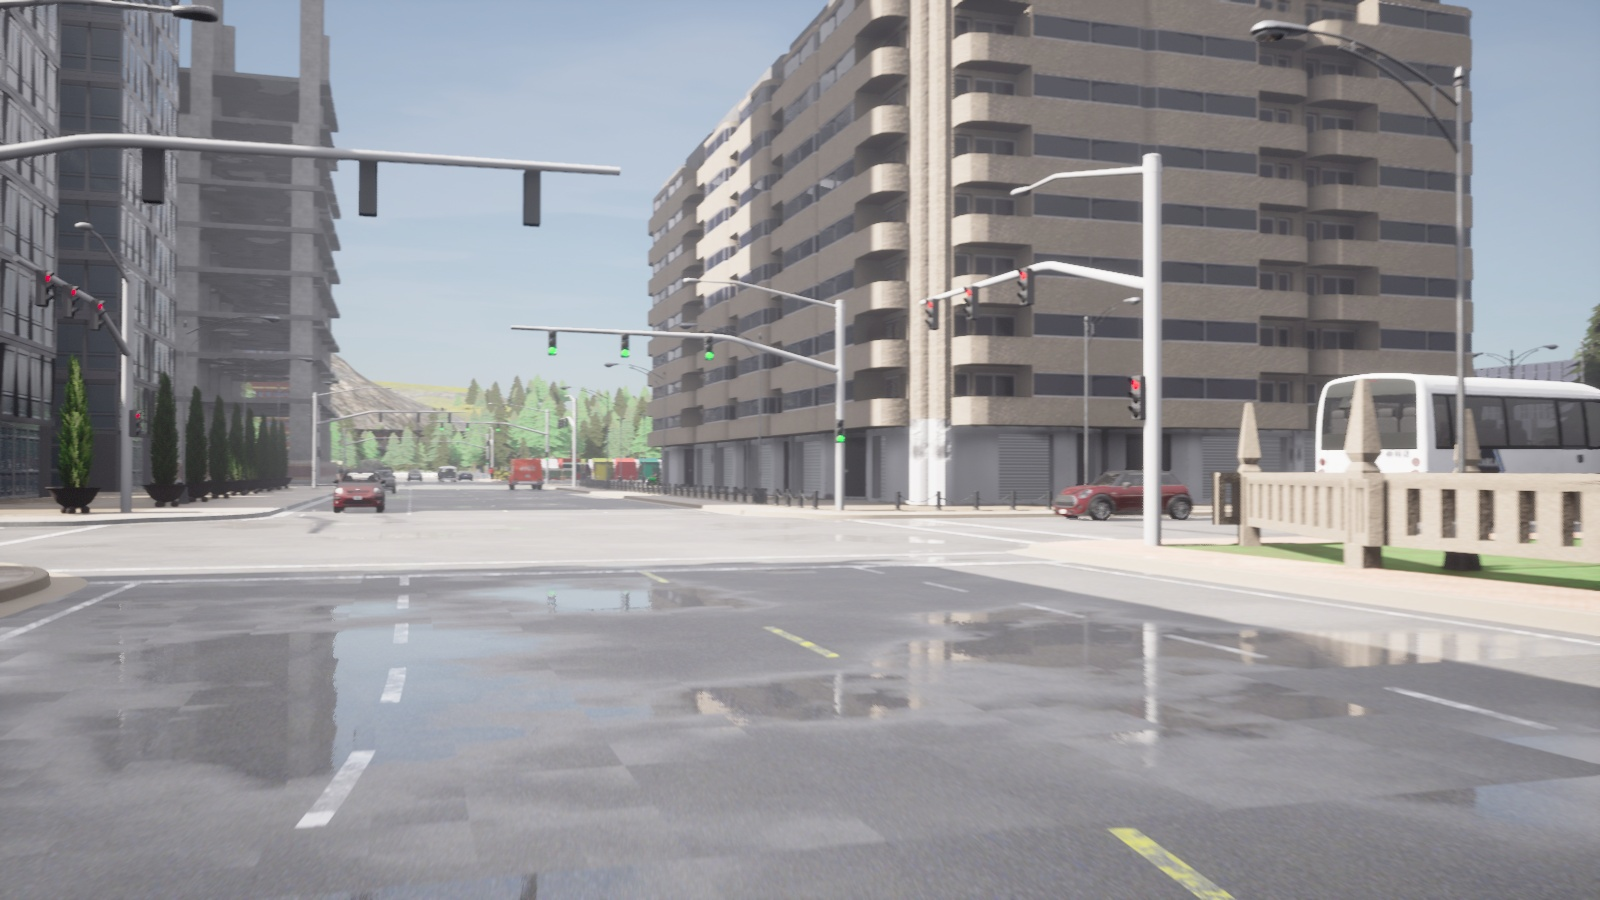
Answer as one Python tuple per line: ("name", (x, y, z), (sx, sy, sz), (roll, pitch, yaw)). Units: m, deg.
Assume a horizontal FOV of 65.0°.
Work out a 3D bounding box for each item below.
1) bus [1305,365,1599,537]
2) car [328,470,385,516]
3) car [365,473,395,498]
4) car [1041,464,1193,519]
("bus", (19.277, -0.010, 35.417), (10.273, 4.253, 3.944), (-1, 0, -31))
("car", (-16.434, 1.578, 46.718), (1.851, 1.617, 3.988), (0, -1, -17))
("car", (-27.379, 2.302, 81.903), (1.789, 1.549, 3.705), (0, -1, -17))
("car", (10.682, 1.385, 42.393), (4.553, 1.767, 2.097), (0, -1, -18))
